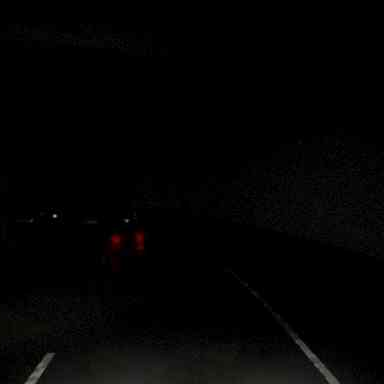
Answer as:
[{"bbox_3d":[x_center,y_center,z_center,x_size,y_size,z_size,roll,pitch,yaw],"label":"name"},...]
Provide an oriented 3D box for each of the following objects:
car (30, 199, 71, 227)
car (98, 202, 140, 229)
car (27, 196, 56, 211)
[{"bbox_3d":[-9.072,1.382,21.410,1.994,1.385,4.181,0,0,-29],"label":"car"},{"bbox_3d":[-4.495,1.352,20.200,1.812,1.442,4.674,0,0,-24],"label":"car"},{"bbox_3d":[-15.391,1.201,34.566,4.902,1.511,2.128,0,1,42],"label":"car"}]
